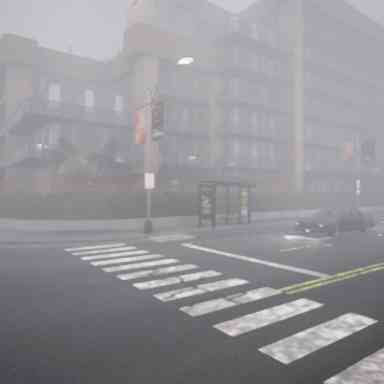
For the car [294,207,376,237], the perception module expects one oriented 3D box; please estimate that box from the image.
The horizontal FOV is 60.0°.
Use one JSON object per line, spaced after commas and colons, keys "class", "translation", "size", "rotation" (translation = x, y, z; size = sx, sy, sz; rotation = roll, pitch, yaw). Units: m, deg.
{"class": "car", "translation": [7.963, 1.551, 18.201], "size": [5.357, 1.411, 2.033], "rotation": [0, 0, -35]}
